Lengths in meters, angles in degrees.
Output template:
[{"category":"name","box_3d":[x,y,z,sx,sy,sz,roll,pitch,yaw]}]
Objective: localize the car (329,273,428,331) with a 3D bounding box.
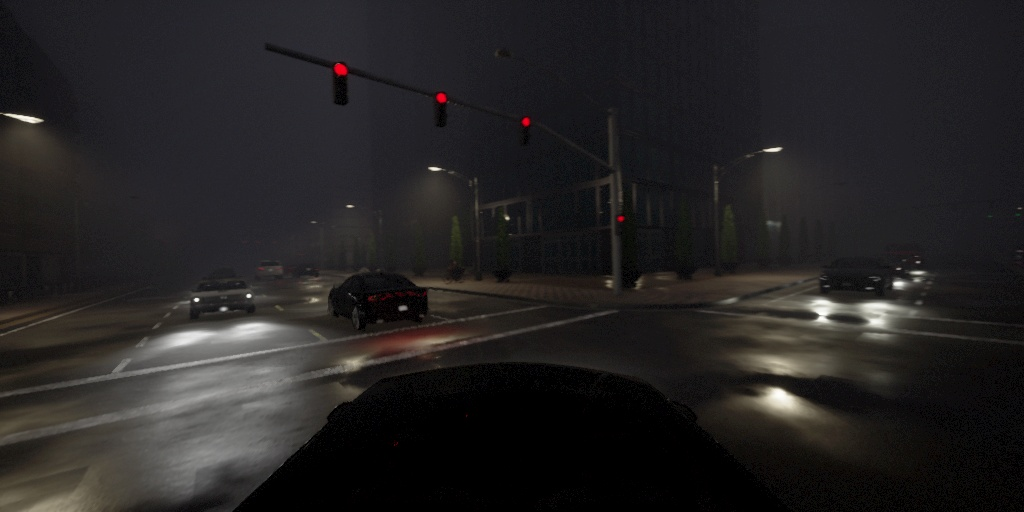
[{"category":"car","box_3d":[-4.452,1.277,11.533,1.882,1.535,5.008,-2,0,-38]}]

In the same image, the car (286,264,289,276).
[{"category":"car","box_3d":[-29.934,1.818,48.847,1.882,1.535,5.008,-2,0,-38]}]

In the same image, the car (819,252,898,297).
[{"category":"car","box_3d":[14.826,0.759,15.399,5.008,1.535,1.882,-2,0,-39]}]

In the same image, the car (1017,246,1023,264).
[{"category":"car","box_3d":[41.683,0.044,28.087,4.718,1.301,1.895,-2,0,-39]}]

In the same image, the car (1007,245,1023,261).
[{"category":"car","box_3d":[49.551,-0.325,34.488,4.902,1.511,2.128,-2,0,-39]}]

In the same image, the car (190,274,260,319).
[{"category":"car","box_3d":[-11.567,1.592,14.367,1.895,1.301,4.718,-2,0,-39]}]

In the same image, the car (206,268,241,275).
[{"category":"car","box_3d":[-17.827,1.695,22.123,1.994,1.385,4.181,-2,0,-40]}]

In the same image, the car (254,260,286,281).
[{"category":"car","box_3d":[-25.891,1.501,38.091,2.150,2.045,5.566,-2,0,-38]}]

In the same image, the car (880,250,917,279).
[{"category":"car","box_3d":[22.989,0.560,22.021,5.357,1.411,2.033,-2,0,-39]}]

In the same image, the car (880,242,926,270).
[{"category":"car","box_3d":[31.274,-0.039,28.663,5.566,2.045,2.150,-2,0,-39]}]

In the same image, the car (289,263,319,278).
[{"category":"car","box_3d":[-23.628,1.552,40.945,2.097,1.767,4.553,-2,0,-39]}]

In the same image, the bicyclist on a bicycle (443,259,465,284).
[{"category":"bicyclist on a bicycle","box_3d":[-3.849,1.020,23.820,1.656,1.620,0.582,-2,1,-39]}]
